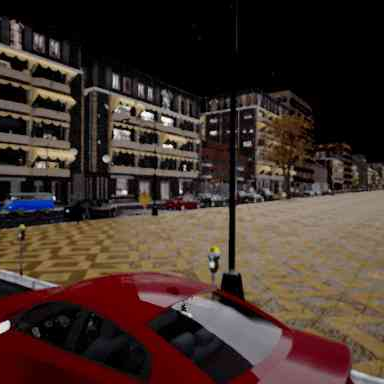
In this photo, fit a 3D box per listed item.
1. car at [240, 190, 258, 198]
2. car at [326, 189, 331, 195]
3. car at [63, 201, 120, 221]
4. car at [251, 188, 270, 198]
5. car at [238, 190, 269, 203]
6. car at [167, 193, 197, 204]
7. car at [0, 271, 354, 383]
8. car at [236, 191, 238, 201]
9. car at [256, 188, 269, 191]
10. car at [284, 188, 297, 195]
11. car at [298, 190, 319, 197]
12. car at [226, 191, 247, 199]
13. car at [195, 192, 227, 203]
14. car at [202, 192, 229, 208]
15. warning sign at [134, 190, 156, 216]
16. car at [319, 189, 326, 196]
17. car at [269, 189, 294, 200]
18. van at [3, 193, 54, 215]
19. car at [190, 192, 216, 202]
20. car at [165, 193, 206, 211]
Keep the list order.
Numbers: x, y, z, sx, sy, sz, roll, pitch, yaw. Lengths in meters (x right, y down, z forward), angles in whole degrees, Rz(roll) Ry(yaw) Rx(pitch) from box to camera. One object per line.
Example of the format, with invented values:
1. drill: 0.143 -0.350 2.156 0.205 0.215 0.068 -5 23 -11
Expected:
1. car: 11.227 0.456 65.306 1.752 1.417 4.829 2 2 35
2. car: 34.074 0.030 83.555 1.967 1.590 4.097 2 2 35
3. car: -7.169 1.280 24.059 1.947 1.339 4.313 2 2 35
4. car: 14.499 0.157 70.018 2.192 1.841 5.009 2 2 35
5. car: 8.693 0.828 46.942 2.008 1.369 4.403 2 2 35
6. car: -1.367 0.840 47.139 1.947 1.339 4.313 2 2 35
7. car: -0.776 1.538 3.420 4.507 1.381 1.887 0 1 36
8. car: 7.102 0.586 49.298 2.097 1.767 4.553 1 1 35
9. car: 12.607 0.433 57.327 2.097 1.767 4.553 1 1 35
10. car: 24.016 -0.099 83.748 2.192 1.841 5.009 2 2 35
11. car: 24.556 0.397 69.828 2.008 1.369 4.403 2 2 35
12. car: 8.151 0.580 60.871 1.947 1.339 4.313 2 2 35
13. car: 2.849 0.793 48.635 2.033 1.411 5.357 1 1 35
14. car: 2.348 1.002 37.788 2.008 1.369 4.403 2 2 35
15. warning sign: -3.551 0.808 25.142 1.300 1.860 1.060 0 0 35
16. car: 27.728 0.312 74.404 2.008 1.369 4.403 2 2 35
17. car: 15.135 0.627 56.236 1.752 1.417 4.829 2 2 35
18. van: -14.054 0.965 28.826 1.690 1.788 3.998 2 2 35
19. car: 1.806 0.738 51.716 2.008 1.369 4.403 2 2 35
20. car: -0.825 1.083 33.211 1.887 1.381 4.507 2 2 35
